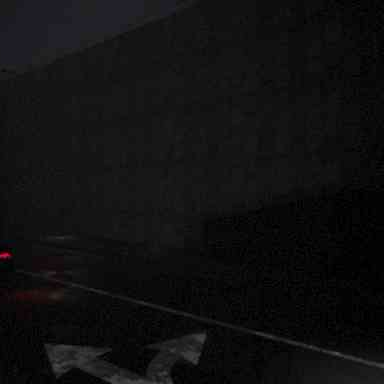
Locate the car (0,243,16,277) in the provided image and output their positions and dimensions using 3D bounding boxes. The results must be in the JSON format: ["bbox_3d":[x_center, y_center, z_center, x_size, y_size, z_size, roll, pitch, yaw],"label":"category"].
[{"bbox_3d":[-6.797,1.569,8.840,5.357,1.411,2.033,0,0,36],"label":"car"}]
